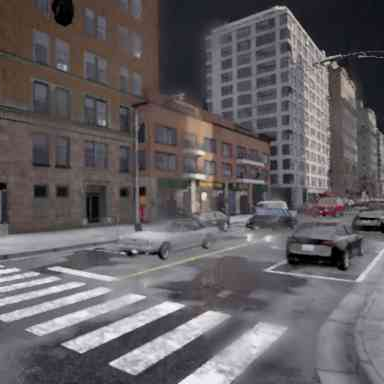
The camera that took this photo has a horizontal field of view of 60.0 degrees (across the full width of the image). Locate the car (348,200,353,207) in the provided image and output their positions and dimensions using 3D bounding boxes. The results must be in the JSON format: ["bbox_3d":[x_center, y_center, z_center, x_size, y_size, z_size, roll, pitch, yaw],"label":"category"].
[{"bbox_3d":[22.789,1.833,51.363,2.192,1.841,5.009,-1,-1,36],"label":"car"}]

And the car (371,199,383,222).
[{"bbox_3d":[17.127,1.512,28.817,2.192,1.841,5.009,-1,-1,36],"label":"car"}]

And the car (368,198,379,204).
[{"bbox_3d":[44.833,2.241,82.145,1.967,1.590,4.097,-1,-1,36],"label":"car"}]

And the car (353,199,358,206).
[{"bbox_3d":[25.939,1.992,55.759,1.967,1.590,4.097,-1,-1,36],"label":"car"}]

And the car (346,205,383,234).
[{"bbox_3d":[10.831,1.704,20.017,1.947,1.339,4.313,-1,-1,36],"label":"car"}]

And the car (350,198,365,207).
[{"bbox_3d":[32.237,2.067,64.555,1.967,1.590,4.097,-1,-1,36],"label":"car"}]

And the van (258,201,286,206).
[{"bbox_3d":[7.044,1.707,29.373,1.690,1.788,3.998,-1,-1,36],"label":"van"}]

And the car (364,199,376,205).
[{"bbox_3d":[41.586,2.279,77.607,1.752,1.417,4.829,-1,-1,36],"label":"car"}]

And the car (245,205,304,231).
[{"bbox_3d":[5.530,1.815,22.531,2.033,1.411,5.357,-2,-1,35],"label":"car"}]

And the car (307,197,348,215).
[{"bbox_3d":[14.124,1.561,34.512,2.150,2.045,5.566,-2,0,36],"label":"car"}]

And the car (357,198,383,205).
[{"bbox_3d":[13.978,1.483,24.419,2.192,1.841,5.009,-1,-1,36],"label":"car"}]

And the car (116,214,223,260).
[{"bbox_3d":[-0.825,1.809,13.606,1.895,1.301,4.718,-2,-1,34],"label":"car"}]

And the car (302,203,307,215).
[{"bbox_3d":[13.344,1.970,38.167,1.887,1.381,4.507,-1,-1,36],"label":"car"}]

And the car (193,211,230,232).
[{"bbox_3d":[0.748,1.858,20.575,2.008,1.369,4.403,-1,-1,36],"label":"car"}]

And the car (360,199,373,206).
[{"bbox_3d":[38.536,2.261,73.348,2.008,1.369,4.403,-1,-1,36],"label":"car"}]

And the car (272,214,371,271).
[{"bbox_3d":[4.533,1.647,11.222,1.947,1.339,4.313,-1,-1,36],"label":"car"}]
